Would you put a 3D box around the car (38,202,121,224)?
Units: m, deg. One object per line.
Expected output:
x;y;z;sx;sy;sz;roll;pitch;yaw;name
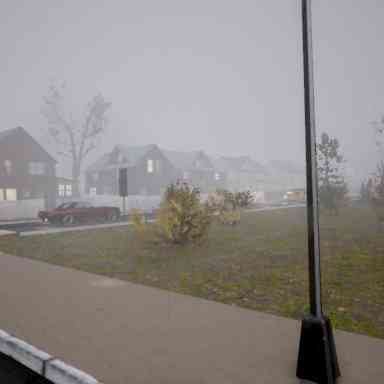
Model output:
-6.740;1.249;20.469;1.895;1.301;4.718;-2;-1;43;car

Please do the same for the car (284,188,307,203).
13.949;0.591;42.279;1.882;1.535;5.008;-2;-1;44;car
